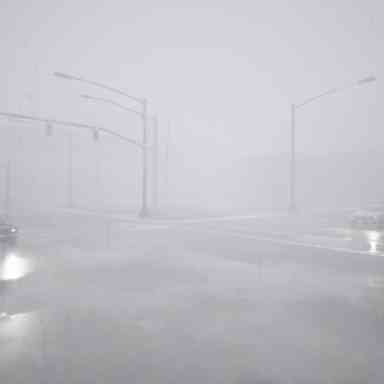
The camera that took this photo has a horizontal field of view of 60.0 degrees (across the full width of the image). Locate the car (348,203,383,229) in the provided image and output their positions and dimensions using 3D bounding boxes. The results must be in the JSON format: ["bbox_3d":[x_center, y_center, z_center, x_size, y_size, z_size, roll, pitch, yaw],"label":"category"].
[{"bbox_3d":[11.990,1.470,21.515,4.674,1.442,1.812,-1,0,-38],"label":"car"}]

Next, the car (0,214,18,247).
[{"bbox_3d":[-8.986,1.597,14.413,1.895,1.301,4.718,0,0,-39],"label":"car"}]

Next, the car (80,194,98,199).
[{"bbox_3d":[-27.848,1.283,90.256,4.536,1.218,1.853,0,0,22],"label":"car"}]

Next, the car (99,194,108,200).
[{"bbox_3d":[-24.076,1.455,90.450,2.038,1.542,4.974,0,0,-8],"label":"car"}]

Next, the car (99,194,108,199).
[{"bbox_3d":[-24.082,1.297,90.502,1.853,1.218,4.536,0,0,-8],"label":"car"}]

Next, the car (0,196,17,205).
[{"bbox_3d":[-33.004,1.452,58.416,2.128,1.511,4.902,0,0,11],"label":"car"}]

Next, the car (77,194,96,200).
[{"bbox_3d":[-27.801,1.441,90.236,4.974,1.542,2.038,0,0,22],"label":"car"}]
